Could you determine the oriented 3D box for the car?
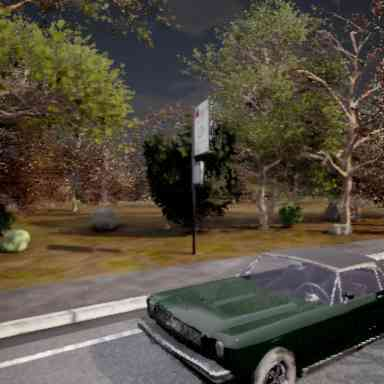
[{"bbox_3d":[1.646,1.604,5.010,4.718,1.301,1.895,0,0,-34],"label":"car"}]
